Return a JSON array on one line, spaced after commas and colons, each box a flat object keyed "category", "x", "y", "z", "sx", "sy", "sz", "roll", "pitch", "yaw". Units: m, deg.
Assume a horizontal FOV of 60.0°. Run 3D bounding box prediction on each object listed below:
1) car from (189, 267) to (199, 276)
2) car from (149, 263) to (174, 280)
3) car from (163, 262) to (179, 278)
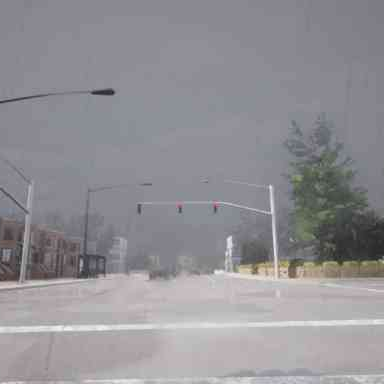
[{"category": "car", "x": 0.388, "y": 14.178, "z": 59.340, "sx": 2.033, "sy": 1.411, "sz": 5.357, "roll": -1, "pitch": -13, "yaw": 0}, {"category": "car", "x": -3.417, "y": 8.773, "z": 36.102, "sx": 2.033, "sy": 1.411, "sz": 5.357, "roll": -1, "pitch": -13, "yaw": 0}, {"category": "car", "x": -3.358, "y": 10.785, "z": 46.092, "sx": 2.150, "sy": 2.045, "sz": 5.566, "roll": -1, "pitch": -13, "yaw": 0}]
